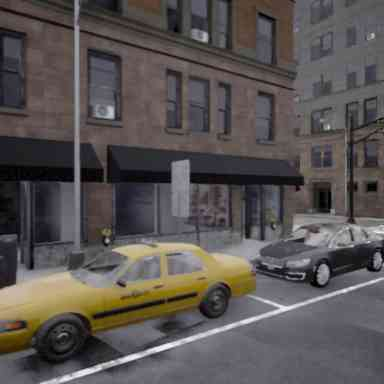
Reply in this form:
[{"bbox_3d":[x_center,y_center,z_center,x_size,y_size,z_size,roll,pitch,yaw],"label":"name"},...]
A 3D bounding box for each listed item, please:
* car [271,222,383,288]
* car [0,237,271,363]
[{"bbox_3d":[3.652,1.550,9.139,4.403,1.369,2.008,0,0,-36],"label":"car"},{"bbox_3d":[-0.984,1.525,5.832,4.829,1.417,1.752,0,0,-36],"label":"car"}]
